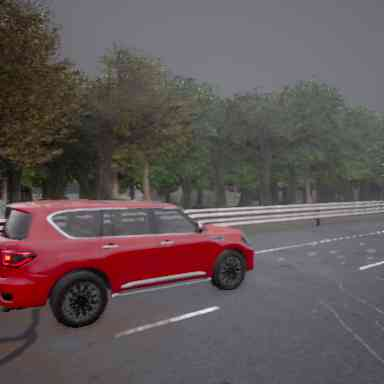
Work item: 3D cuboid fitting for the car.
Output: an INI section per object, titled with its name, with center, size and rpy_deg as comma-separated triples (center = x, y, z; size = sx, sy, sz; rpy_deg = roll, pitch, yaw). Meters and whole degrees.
[car]
center = -1.166, 1.186, 7.202
size = 5.566, 2.045, 2.150
rpy_deg = 0, 0, -35
